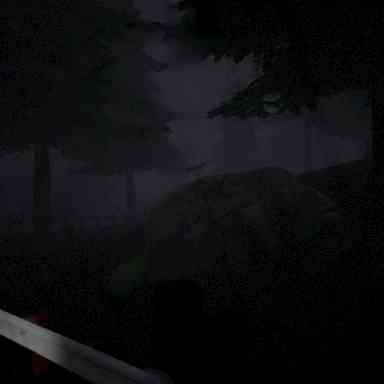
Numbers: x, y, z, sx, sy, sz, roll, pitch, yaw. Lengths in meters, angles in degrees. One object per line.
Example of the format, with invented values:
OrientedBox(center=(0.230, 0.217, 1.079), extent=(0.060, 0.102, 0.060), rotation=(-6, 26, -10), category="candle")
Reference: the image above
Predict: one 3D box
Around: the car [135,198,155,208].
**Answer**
OrientedBox(center=(-6.850, 1.576, 44.562), extent=(2.097, 1.767, 4.553), rotation=(0, 0, -39), category="car")

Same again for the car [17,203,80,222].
OrientedBox(center=(-11.278, 1.671, 26.469), extent=(1.837, 1.490, 4.892), rotation=(-1, 0, 36), category="car")

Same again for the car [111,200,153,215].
OrientedBox(center=(-6.278, 1.770, 34.279), extent=(1.895, 1.301, 4.718), rotation=(0, 0, 23), category="car")
